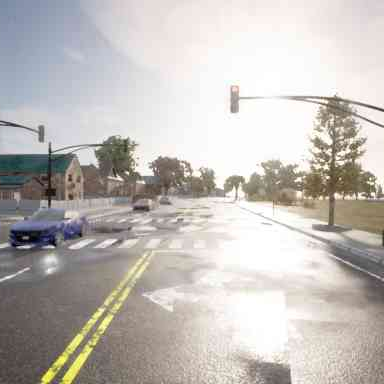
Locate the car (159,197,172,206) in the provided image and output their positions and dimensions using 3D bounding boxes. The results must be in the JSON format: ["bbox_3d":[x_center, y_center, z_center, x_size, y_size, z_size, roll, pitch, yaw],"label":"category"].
[{"bbox_3d":[-4.611,1.639,58.727,1.837,1.490,4.892,0,0,4],"label":"car"}]

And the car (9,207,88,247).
[{"bbox_3d":[-6.361,1.496,15.298,1.882,1.535,5.008,0,0,1],"label":"car"}]

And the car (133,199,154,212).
[{"bbox_3d":[-5.654,1.548,39.167,1.882,1.535,5.008,0,0,2],"label":"car"}]
